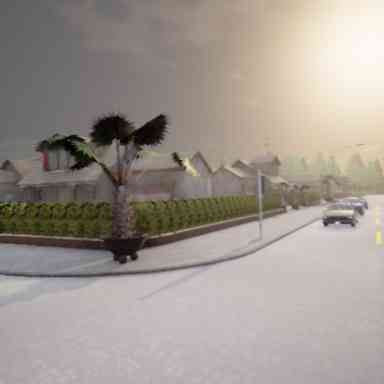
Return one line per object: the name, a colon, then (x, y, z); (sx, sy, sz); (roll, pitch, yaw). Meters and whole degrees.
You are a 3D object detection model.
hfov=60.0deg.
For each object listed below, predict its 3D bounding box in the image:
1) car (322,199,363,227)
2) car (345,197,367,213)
car: (9.860, 1.415, 21.941); (2.033, 1.411, 5.357); (-2, 0, 29)
car: (14.685, 1.266, 30.522); (1.882, 1.535, 5.008); (-2, 0, 30)
